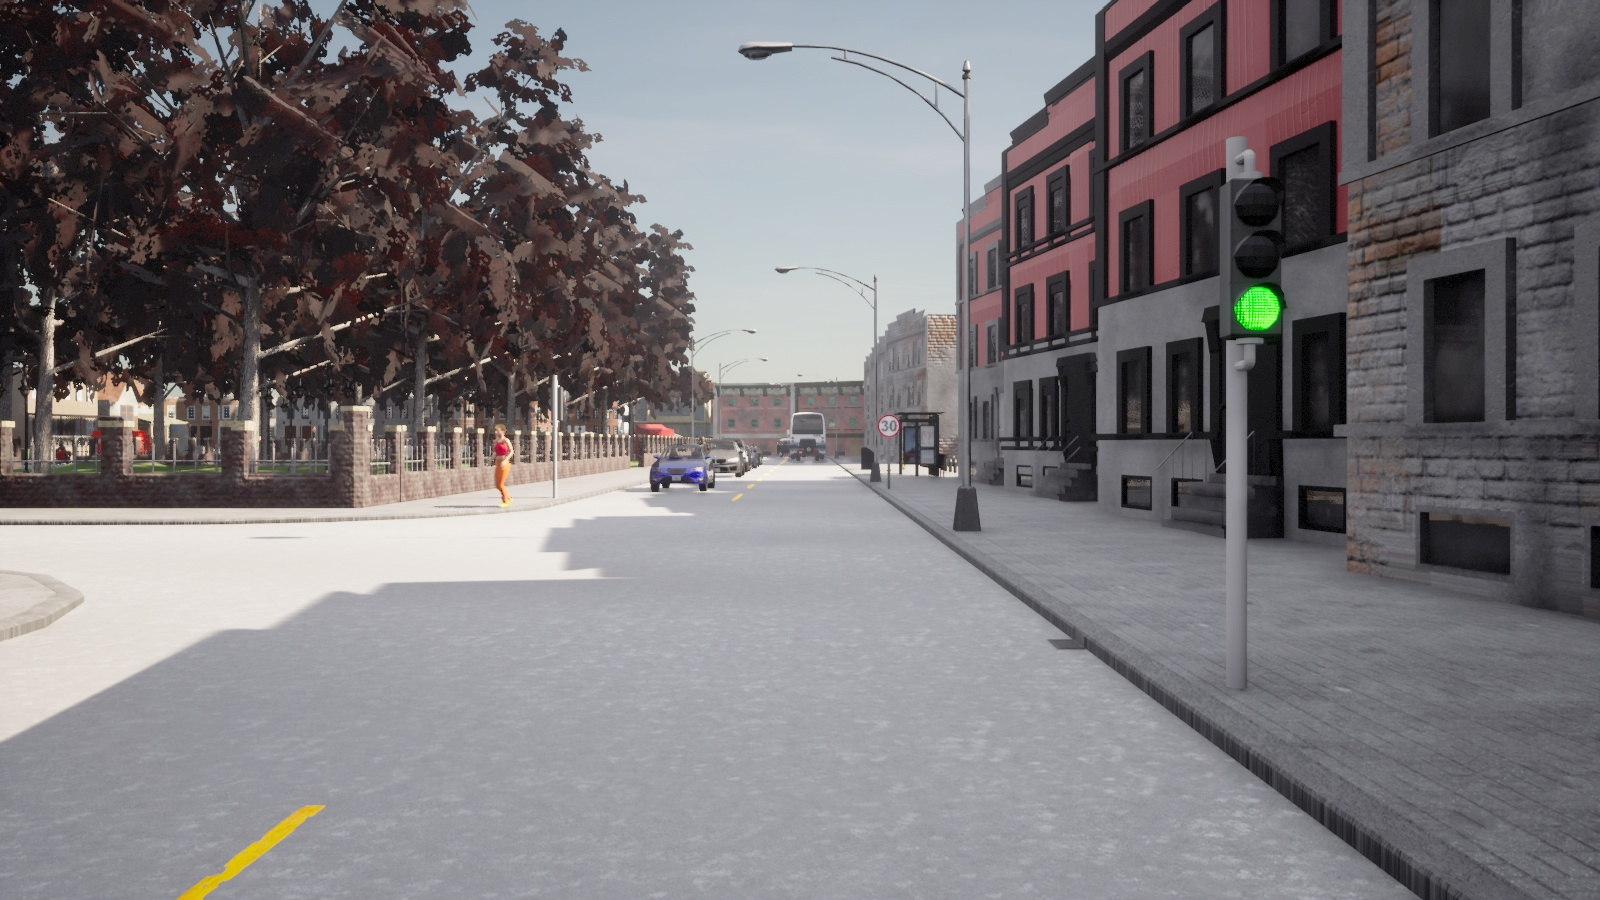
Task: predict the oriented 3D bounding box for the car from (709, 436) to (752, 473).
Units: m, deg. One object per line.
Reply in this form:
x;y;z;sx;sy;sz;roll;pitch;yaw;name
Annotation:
-3.571;0.220;65.263;1.932;1.855;4.605;0;0;1;car

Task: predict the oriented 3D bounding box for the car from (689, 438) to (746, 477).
-3.632;0.295;56.240;2.242;1.667;4.611;0;0;0;car

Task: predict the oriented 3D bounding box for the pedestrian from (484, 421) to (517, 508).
-6.455;0.310;27.061;0.345;1.836;0.594;0;0;42;pedestrian

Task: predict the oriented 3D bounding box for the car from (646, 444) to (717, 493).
-3.720;0.548;40.136;1.816;1.474;4.193;0;0;1;car
